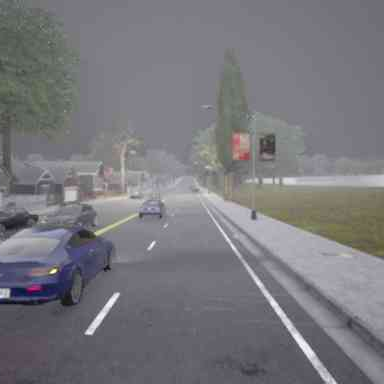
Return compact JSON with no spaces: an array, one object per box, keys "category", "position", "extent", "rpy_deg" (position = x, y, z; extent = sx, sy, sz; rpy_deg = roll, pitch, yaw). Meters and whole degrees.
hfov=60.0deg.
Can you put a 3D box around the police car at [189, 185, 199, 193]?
[{"category":"police car","position":[0.956,-0.590,93.456],"extent":[1.930,1.638,5.238],"rpy_deg":[0,2,0]}]

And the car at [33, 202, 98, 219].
[{"category":"car","position":[-6.602,1.376,18.443],"extent":[1.837,1.490,4.892],"rpy_deg":[0,1,0]}]

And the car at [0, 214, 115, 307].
[{"category":"car","position":[-3.150,1.491,7.793],"extent":[1.812,1.442,4.674],"rpy_deg":[0,0,0]}]

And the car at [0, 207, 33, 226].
[{"category":"car","position":[-9.852,1.486,17.203],"extent":[1.895,1.301,4.718],"rpy_deg":[0,1,0]}]

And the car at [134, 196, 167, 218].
[{"category":"car","position":[-3.156,1.300,27.216],"extent":[2.033,1.411,5.357],"rpy_deg":[0,1,0]}]

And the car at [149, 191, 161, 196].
[{"category":"car","position":[-6.557,0.637,59.452],"extent":[2.128,1.511,4.902],"rpy_deg":[0,1,1]}]

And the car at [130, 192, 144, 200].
[{"category":"car","position":[-9.793,0.693,59.443],"extent":[2.033,1.411,5.357],"rpy_deg":[0,1,1]}]
